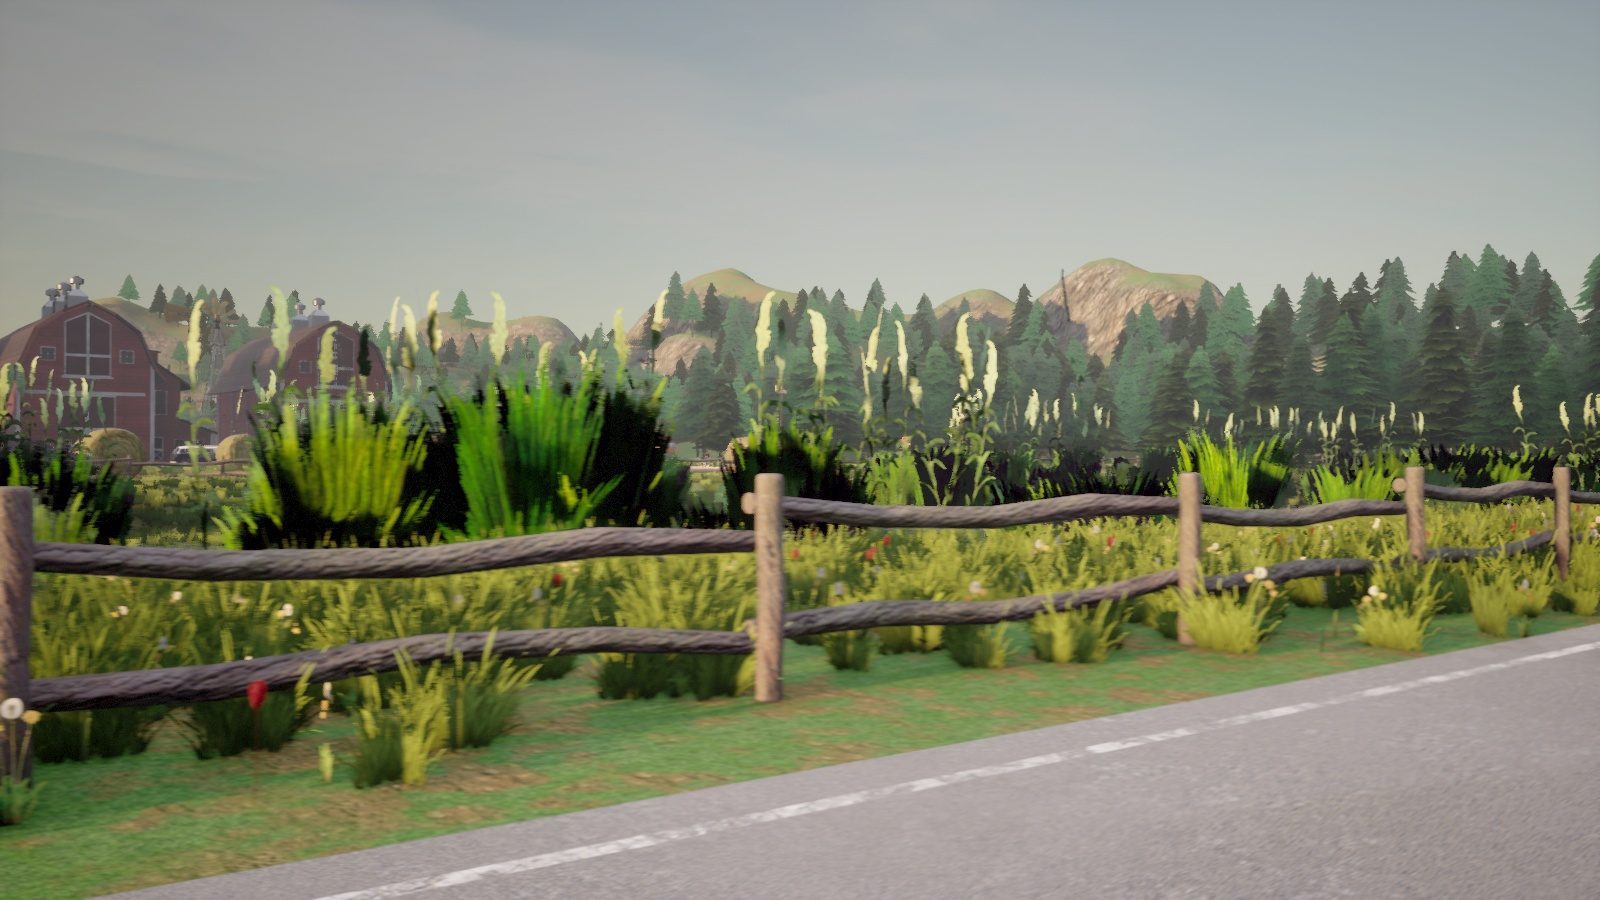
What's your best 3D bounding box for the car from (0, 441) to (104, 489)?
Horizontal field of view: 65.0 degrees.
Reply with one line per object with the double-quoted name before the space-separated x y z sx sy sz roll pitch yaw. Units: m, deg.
"car" -33.790 0.639 54.950 5.566 2.045 2.150 0 0 -37
